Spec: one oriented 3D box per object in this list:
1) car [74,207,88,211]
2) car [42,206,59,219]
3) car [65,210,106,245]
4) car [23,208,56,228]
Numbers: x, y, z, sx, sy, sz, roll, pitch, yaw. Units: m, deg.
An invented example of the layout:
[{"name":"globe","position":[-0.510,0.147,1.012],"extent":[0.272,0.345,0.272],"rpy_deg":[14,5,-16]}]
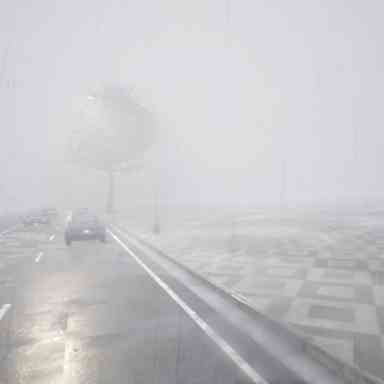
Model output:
[{"name":"car","position":[-11.979,2.328,35.989],"extent":[2.033,1.411,5.357],"rpy_deg":[-1,-1,-19]},{"name":"car","position":[-16.772,2.437,38.980],"extent":[2.128,1.511,4.902],"rpy_deg":[-1,-1,-19]},{"name":"car","position":[-5.853,1.956,18.225],"extent":[1.994,1.385,4.181],"rpy_deg":[-1,-1,-19]},{"name":"car","position":[-13.171,2.332,28.659],"extent":[1.895,1.301,4.718],"rpy_deg":[-1,-1,-19]}]
